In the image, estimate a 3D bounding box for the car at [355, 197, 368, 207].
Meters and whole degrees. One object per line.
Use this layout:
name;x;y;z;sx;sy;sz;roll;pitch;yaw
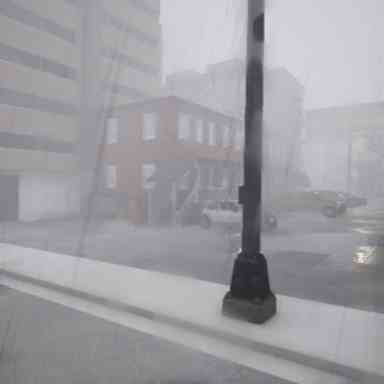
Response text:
car;13.182;0.633;30.784;5.357;1.415;2.033;1;1;36

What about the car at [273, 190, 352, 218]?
car;7.862;0.797;22.912;5.027;1.636;2.152;2;1;36

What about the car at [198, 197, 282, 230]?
car;2.280;1.145;16.946;3.806;1.475;1.970;0;0;36

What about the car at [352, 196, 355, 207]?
car;11.347;0.642;28.408;3.988;1.617;1.851;0;0;36
